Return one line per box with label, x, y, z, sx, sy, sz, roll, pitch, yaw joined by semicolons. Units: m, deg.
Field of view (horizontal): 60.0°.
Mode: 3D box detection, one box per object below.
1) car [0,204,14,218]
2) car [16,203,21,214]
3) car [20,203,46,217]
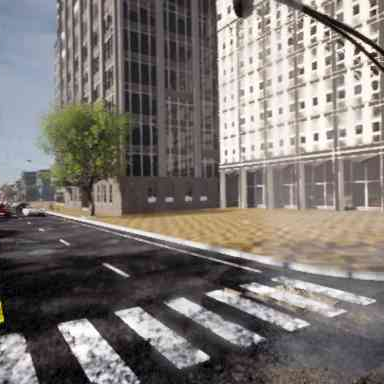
car;-20.756;2.118;36.335;1.812;1.442;4.674;-1;0;-32
car;-23.523;2.227;46.779;1.812;1.442;4.674;-1;0;-32
car;-18.203;2.155;38.333;1.895;1.301;4.718;-1;0;-32
